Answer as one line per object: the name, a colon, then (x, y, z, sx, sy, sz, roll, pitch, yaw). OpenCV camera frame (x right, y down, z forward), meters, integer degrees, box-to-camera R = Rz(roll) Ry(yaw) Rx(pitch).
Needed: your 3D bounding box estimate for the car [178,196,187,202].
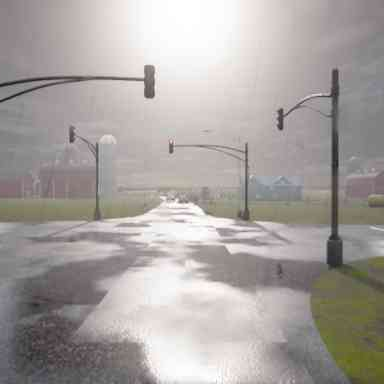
car: (-2.306, 1.625, 79.879, 1.837, 1.490, 4.892, 0, 0, -4)

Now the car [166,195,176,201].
car: (-4.685, 1.331, 73.896, 1.812, 1.442, 4.674, 0, 0, -3)

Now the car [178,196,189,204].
car: (-1.699, 1.765, 69.894, 1.895, 1.301, 4.718, 0, 0, -3)
